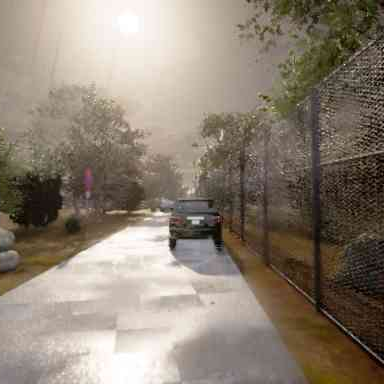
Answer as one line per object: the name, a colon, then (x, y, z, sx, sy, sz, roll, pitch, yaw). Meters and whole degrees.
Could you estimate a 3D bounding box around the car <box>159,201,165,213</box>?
car: (-2.991, 1.869, 42.214, 1.837, 1.490, 4.892, 0, -2, 0)

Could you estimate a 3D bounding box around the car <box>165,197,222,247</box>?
car: (0.115, 1.252, 15.342, 2.150, 2.045, 5.566, 0, 0, -1)

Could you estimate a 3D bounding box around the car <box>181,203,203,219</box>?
car: (0.006, 1.767, 32.588, 1.994, 1.385, 4.181, 0, -1, 0)
